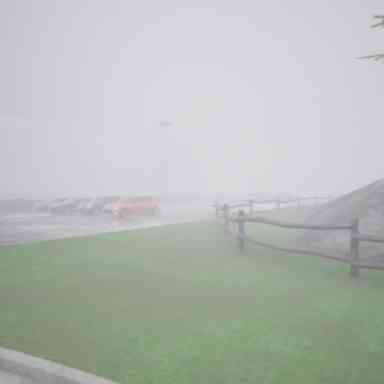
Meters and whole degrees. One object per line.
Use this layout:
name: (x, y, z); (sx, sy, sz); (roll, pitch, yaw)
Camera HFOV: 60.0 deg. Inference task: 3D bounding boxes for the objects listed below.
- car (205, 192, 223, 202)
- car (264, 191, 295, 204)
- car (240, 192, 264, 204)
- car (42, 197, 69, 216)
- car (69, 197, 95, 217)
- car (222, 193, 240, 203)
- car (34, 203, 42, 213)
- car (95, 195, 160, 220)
car: (3.955, 0.816, 51.824); (2.128, 1.511, 4.902); (0, 1, 41)
car: (12.197, 0.665, 45.302); (2.097, 1.767, 4.553); (0, 1, 41)
car: (9.232, 0.829, 47.225); (1.837, 1.490, 4.892); (0, 0, 41)
car: (-10.240, 1.223, 29.698); (1.882, 1.535, 5.008); (0, 1, 40)
car: (-7.344, 1.090, 27.703); (2.097, 1.767, 4.553); (0, 1, 40)
car: (7.059, 0.912, 50.062); (1.895, 1.301, 4.718); (0, 1, 41)
car: (-12.708, 1.247, 32.201); (1.837, 1.490, 4.892); (0, 1, 40)
car: (-4.647, 1.088, 25.474); (2.097, 1.767, 4.553); (0, 1, 40)
